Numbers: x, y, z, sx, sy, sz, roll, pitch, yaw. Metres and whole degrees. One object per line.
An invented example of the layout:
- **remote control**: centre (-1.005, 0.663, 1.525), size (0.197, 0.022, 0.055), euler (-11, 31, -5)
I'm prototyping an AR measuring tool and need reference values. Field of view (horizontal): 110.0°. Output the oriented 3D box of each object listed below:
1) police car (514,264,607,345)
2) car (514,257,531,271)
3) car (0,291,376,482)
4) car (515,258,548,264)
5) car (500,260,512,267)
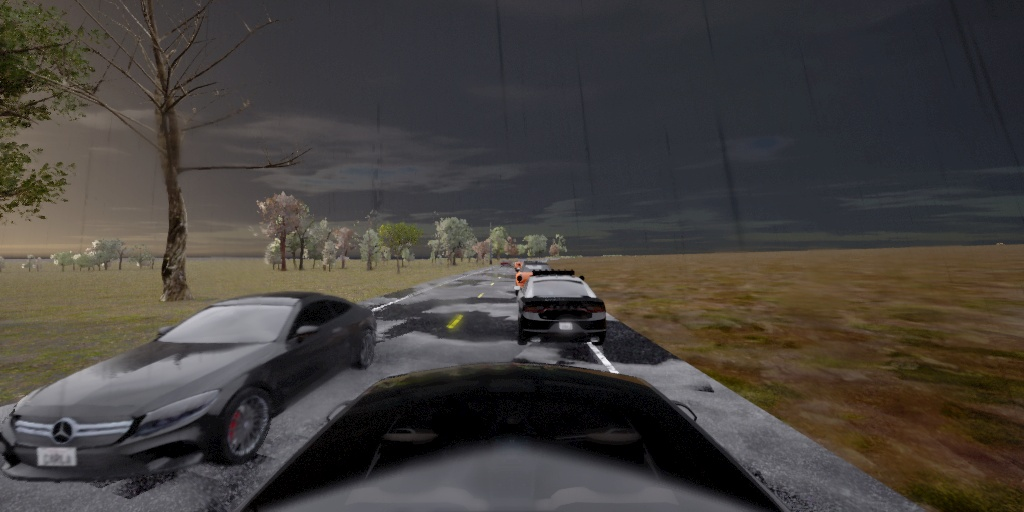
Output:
- **police car**: centre (1.088, 1.175, 9.609), size (1.930, 1.638, 5.238), euler (0, 0, 1)
- **car**: centre (1.530, 1.092, 50.749), size (2.097, 1.767, 4.553), euler (0, 0, 4)
- **car**: centre (-3.463, 1.276, 5.067), size (1.812, 1.442, 4.674), euler (0, 0, 0)
- **car**: centre (1.244, 1.101, 19.434), size (2.097, 1.767, 4.553), euler (0, 0, 1)
- **car**: centre (-1.088, 1.332, 64.525), size (1.895, 1.301, 4.718), euler (0, 0, 4)
